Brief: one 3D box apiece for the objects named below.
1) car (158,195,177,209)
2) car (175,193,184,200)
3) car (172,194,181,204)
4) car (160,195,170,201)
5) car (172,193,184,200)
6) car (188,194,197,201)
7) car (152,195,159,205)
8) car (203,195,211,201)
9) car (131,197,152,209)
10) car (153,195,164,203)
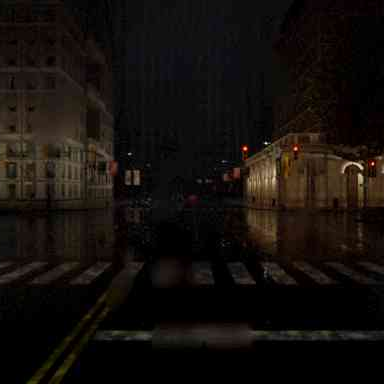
[{"bbox_3d":[-3.423,1.487,46.175,1.837,1.490,4.892,0,0,-3],"label":"car"},{"bbox_3d":[-3.305,1.146,86.735,2.097,1.767,4.553,0,0,1],"label":"car"},{"bbox_3d":[-3.602,1.523,60.609,2.033,1.411,5.357,0,0,1],"label":"car"},{"bbox_3d":[-6.818,1.424,85.423,2.033,1.411,5.357,0,0,1],"label":"car"},{"bbox_3d":[-3.453,1.197,71.305,2.150,2.045,5.566,0,0,1],"label":"car"},{"bbox_3d":[0.117,1.248,78.577,2.097,1.767,4.553,0,0,1],"label":"car"},{"bbox_3d":[-7.115,1.541,58.725,1.994,1.385,4.181,0,0,0],"label":"car"},{"bbox_3d":[3.617,1.433,78.575,2.033,1.411,5.357,0,0,1],"label":"car"},{"bbox_3d":[-7.181,1.487,46.148,1.837,1.490,4.892,0,0,2],"label":"car"},{"bbox_3d":[-6.966,1.472,70.023,1.837,1.490,4.892,0,0,1],"label":"car"}]
